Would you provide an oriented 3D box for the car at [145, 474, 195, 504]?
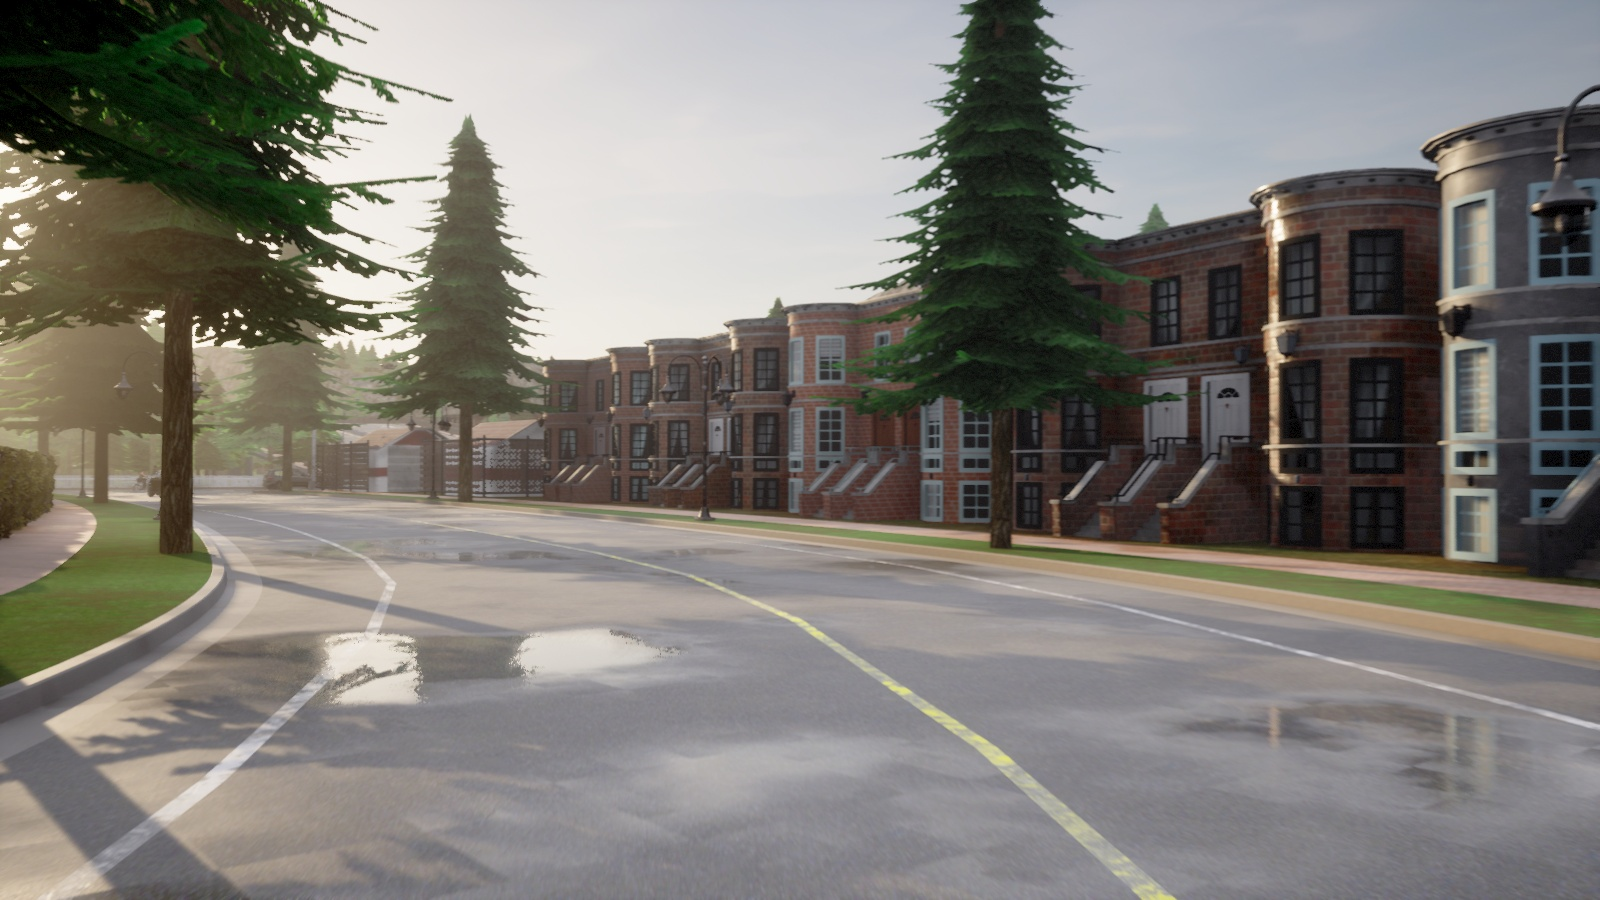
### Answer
[{"bbox_3d":[-34.606,2.121,68.963,1.789,1.549,3.705,0,-1,-38],"label":"car"}]
